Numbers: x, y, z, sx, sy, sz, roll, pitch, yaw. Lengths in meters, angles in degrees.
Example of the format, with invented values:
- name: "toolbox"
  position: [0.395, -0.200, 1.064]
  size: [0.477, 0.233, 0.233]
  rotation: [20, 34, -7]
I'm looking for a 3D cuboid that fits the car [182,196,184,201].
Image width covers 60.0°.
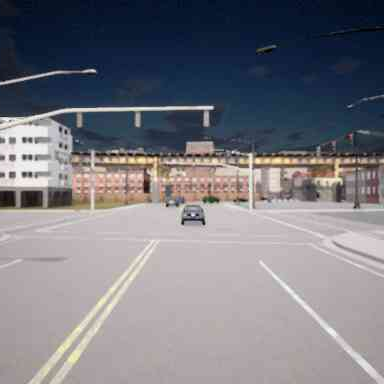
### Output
- name: "car"
  position: [-3.136, 1.843, 76.312]
  size: [2.150, 2.045, 5.566]
  rotation: [0, 0, 6]

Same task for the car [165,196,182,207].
- name: "car"
  position: [-3.535, 1.708, 60.284]
  size: [2.150, 2.045, 5.566]
  rotation: [0, 0, 1]

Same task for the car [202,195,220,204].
- name: "car"
  position: [4.959, 1.919, 85.837]
  size: [2.150, 2.045, 5.566]
  rotation: [0, -1, 39]

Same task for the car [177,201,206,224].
- name: "car"
  position: [0.093, 1.732, 26.554]
  size: [2.033, 1.411, 5.357]
  rotation: [0, 0, 0]

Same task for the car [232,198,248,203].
- name: "car"
  position: [13.427, 2.269, 92.253]
  size: [4.674, 1.442, 1.812]
  rotation: [0, -1, -24]
